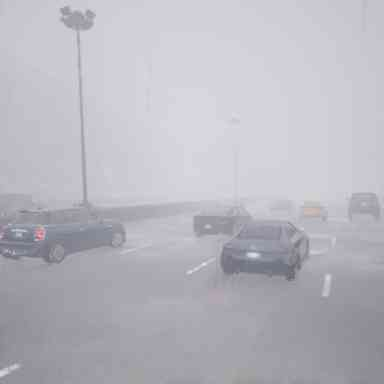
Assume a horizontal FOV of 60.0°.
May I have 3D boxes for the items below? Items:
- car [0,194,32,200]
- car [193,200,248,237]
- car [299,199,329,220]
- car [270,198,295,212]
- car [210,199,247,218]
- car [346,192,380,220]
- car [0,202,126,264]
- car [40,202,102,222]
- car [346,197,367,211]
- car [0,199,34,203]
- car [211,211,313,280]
[{"bbox_3d":[-16.330,1.181,28.726,2.150,2.045,5.566,0,0,24],"label":"car"},{"bbox_3d":[1.728,1.396,17.186,1.882,1.535,5.008,0,0,24],"label":"car"},{"bbox_3d":[9.683,1.318,26.355,1.882,1.535,5.008,0,0,24],"label":"car"},{"bbox_3d":[9.281,1.358,33.999,2.033,1.411,5.357,0,0,24],"label":"car"},{"bbox_3d":[3.301,1.386,29.230,1.812,1.442,4.674,0,0,24],"label":"car"},{"bbox_3d":[13.690,1.038,26.736,2.150,2.045,5.566,0,0,24],"label":"car"},{"bbox_3d":[-4.402,1.321,12.082,2.097,1.767,4.553,0,0,24],"label":"car"},{"bbox_3d":[-9.570,1.535,26.692,1.895,1.301,4.718,0,0,24],"label":"car"},{"bbox_3d":[18.853,1.309,38.224,1.994,1.385,4.181,0,0,24],"label":"car"},{"bbox_3d":[-13.369,1.517,26.770,1.994,1.385,4.181,0,0,24],"label":"car"},{"bbox_3d":[2.329,1.510,9.981,1.994,1.385,4.181,0,0,24],"label":"car"}]
